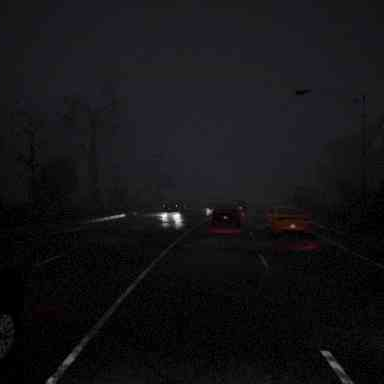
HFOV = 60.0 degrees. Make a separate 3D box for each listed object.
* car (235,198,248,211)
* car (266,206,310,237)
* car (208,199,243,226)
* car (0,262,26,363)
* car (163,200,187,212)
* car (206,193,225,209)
[{"bbox_3d":[5.927,1.540,41.572,2.128,1.511,4.902,0,0,12],"label":"car"},{"bbox_3d":[5.218,1.509,18.545,1.882,1.535,5.008,0,0,8],"label":"car"},{"bbox_3d":[2.548,1.504,24.107,1.882,1.535,5.008,0,0,9],"label":"car"},{"bbox_3d":[-3.423,1.485,2.941,2.128,1.511,4.902,0,0,2],"label":"car"},{"bbox_3d":[-1.986,1.619,39.001,1.895,1.301,4.718,0,0,12],"label":"car"},{"bbox_3d":[3.280,1.393,46.866,2.097,1.767,4.553,0,0,12],"label":"car"}]
